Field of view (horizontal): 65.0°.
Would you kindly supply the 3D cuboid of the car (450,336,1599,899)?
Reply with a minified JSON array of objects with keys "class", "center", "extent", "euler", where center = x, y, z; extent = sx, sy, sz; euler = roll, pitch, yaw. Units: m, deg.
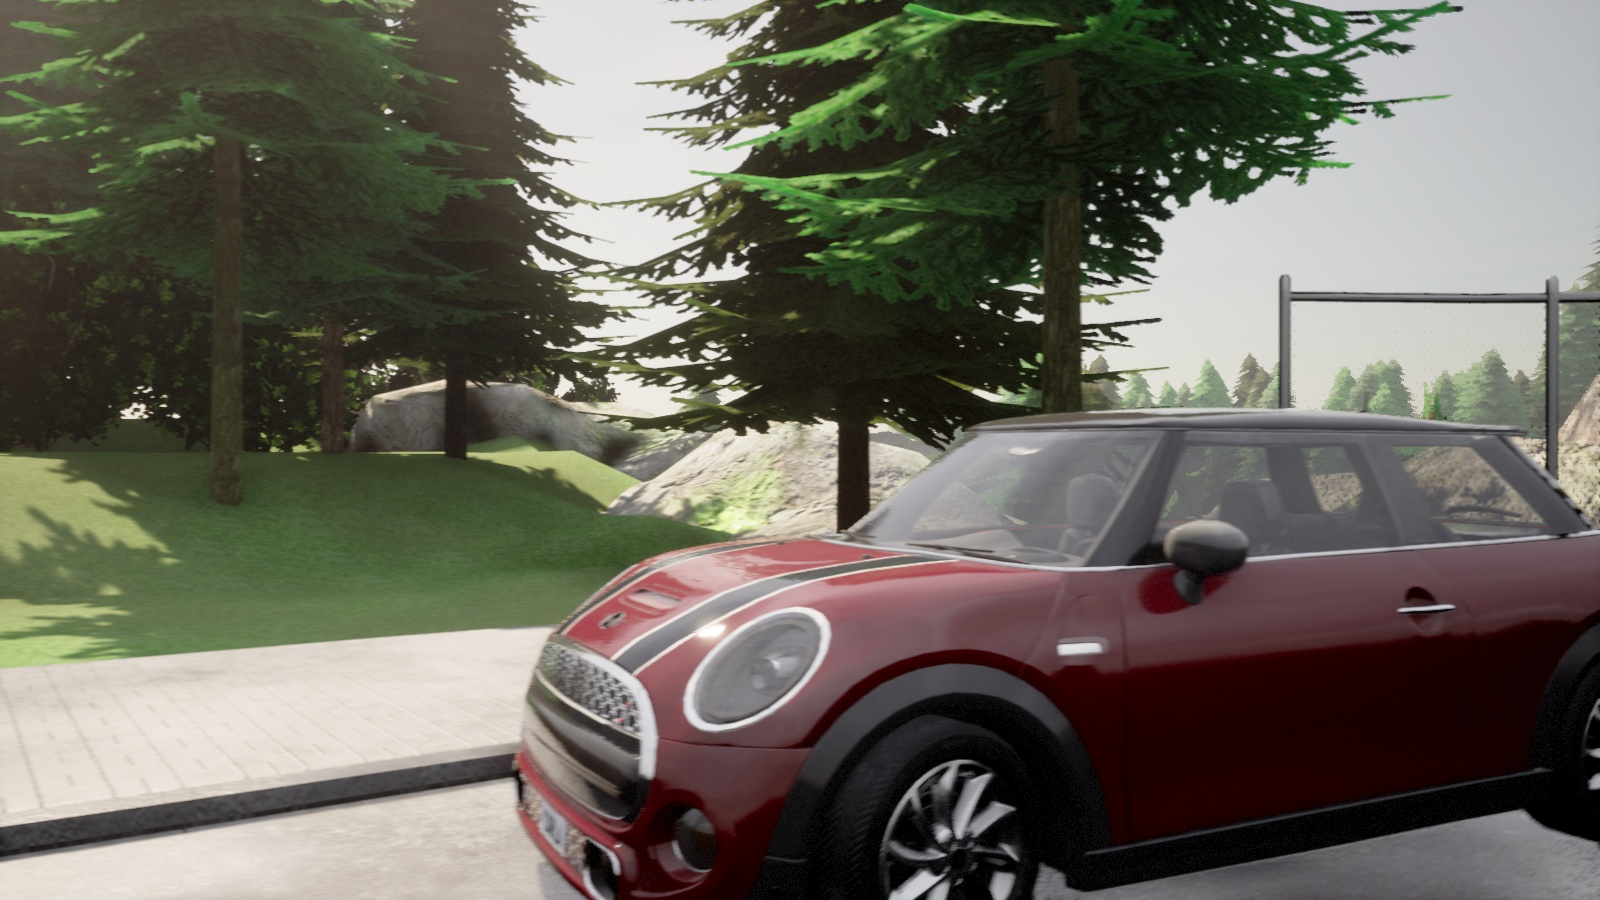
[{"class":"car","center":[1.143,0.614,4.928],"extent":[4.553,1.767,2.097],"euler":[0,0,-26]}]
